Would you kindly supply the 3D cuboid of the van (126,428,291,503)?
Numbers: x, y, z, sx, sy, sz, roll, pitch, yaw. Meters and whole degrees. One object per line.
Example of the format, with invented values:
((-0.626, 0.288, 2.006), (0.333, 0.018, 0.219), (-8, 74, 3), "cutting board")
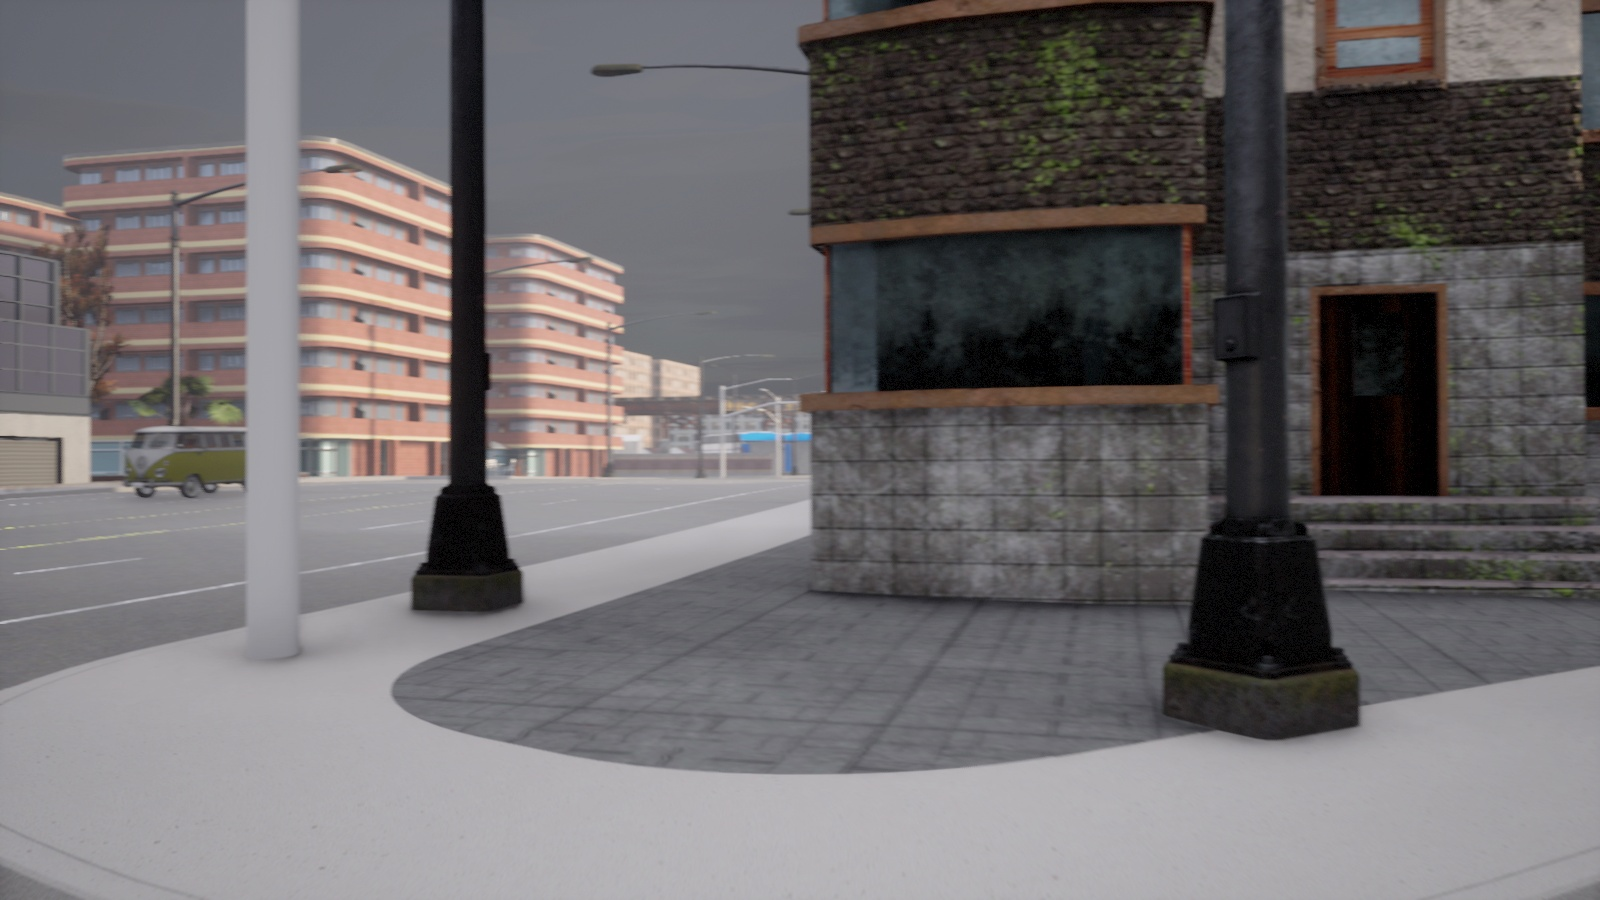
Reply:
((-16.753, 0.391, 35.830), (1.775, 1.987, 4.442), (-1, 1, 15), "van")
